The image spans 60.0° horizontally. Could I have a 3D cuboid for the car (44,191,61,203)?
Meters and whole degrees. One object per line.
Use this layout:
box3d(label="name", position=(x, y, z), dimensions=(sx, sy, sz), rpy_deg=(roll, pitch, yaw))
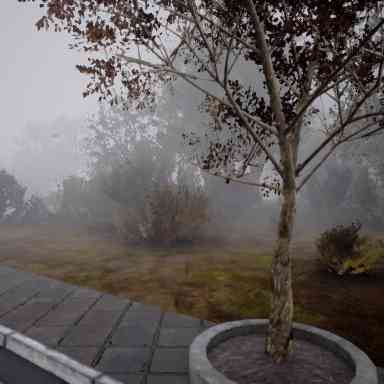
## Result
box3d(label="car", position=(-18.007, 0.938, 42.567), dimensions=(2.150, 2.045, 5.566), rpy_deg=(1, 0, 32))
